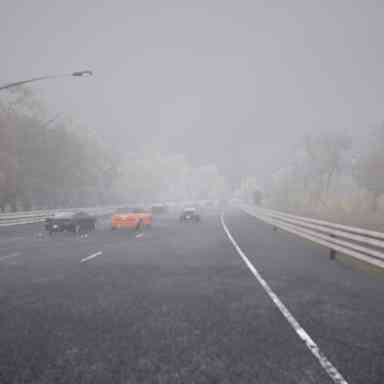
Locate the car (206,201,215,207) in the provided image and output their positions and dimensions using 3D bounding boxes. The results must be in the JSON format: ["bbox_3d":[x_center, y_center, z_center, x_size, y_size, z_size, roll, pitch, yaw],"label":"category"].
[{"bbox_3d":[4.672,3.039,84.803,1.837,1.490,4.892,-1,-1,11],"label":"car"}]

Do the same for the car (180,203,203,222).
[{"bbox_3d":[-0.047,2.118,32.327,1.812,1.442,4.674,-1,-1,7],"label":"car"}]

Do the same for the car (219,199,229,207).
[{"bbox_3d":[8.311,2.707,85.244,2.150,2.045,5.566,-1,-1,11],"label":"car"}]

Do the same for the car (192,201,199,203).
[{"bbox_3d":[1.034,3.122,84.401,2.128,1.511,4.902,-1,-1,11],"label":"car"}]

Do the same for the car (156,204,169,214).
[{"bbox_3d":[-4.734,2.496,50.045,1.882,1.535,5.008,-1,-1,8],"label":"car"}]

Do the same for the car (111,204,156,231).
[{"bbox_3d":[-4.439,1.882,25.110,2.097,1.767,4.553,-1,-1,6],"label":"car"}]

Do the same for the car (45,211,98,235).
[{"bbox_3d":[-8.179,2.035,23.079,1.882,1.535,5.008,-1,-1,6],"label":"car"}]
